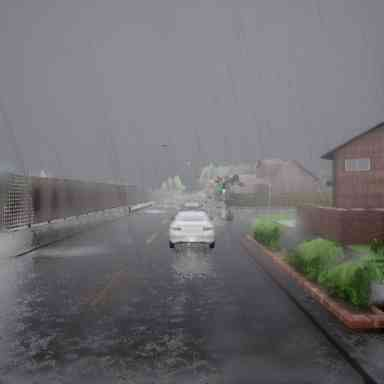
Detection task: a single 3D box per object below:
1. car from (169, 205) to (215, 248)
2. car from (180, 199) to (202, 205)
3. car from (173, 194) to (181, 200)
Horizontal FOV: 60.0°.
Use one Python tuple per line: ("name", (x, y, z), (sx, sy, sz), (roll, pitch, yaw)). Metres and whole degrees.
("car", (0.000, 1.532, 14.650), (1.812, 1.442, 4.674), (0, 0, 0))
("car", (0.000, 1.532, 29.650), (1.812, 1.442, 4.674), (0, 0, 0))
("car", (-3.984, 1.352, 90.631), (2.097, 1.767, 4.553), (0, 0, 0))
